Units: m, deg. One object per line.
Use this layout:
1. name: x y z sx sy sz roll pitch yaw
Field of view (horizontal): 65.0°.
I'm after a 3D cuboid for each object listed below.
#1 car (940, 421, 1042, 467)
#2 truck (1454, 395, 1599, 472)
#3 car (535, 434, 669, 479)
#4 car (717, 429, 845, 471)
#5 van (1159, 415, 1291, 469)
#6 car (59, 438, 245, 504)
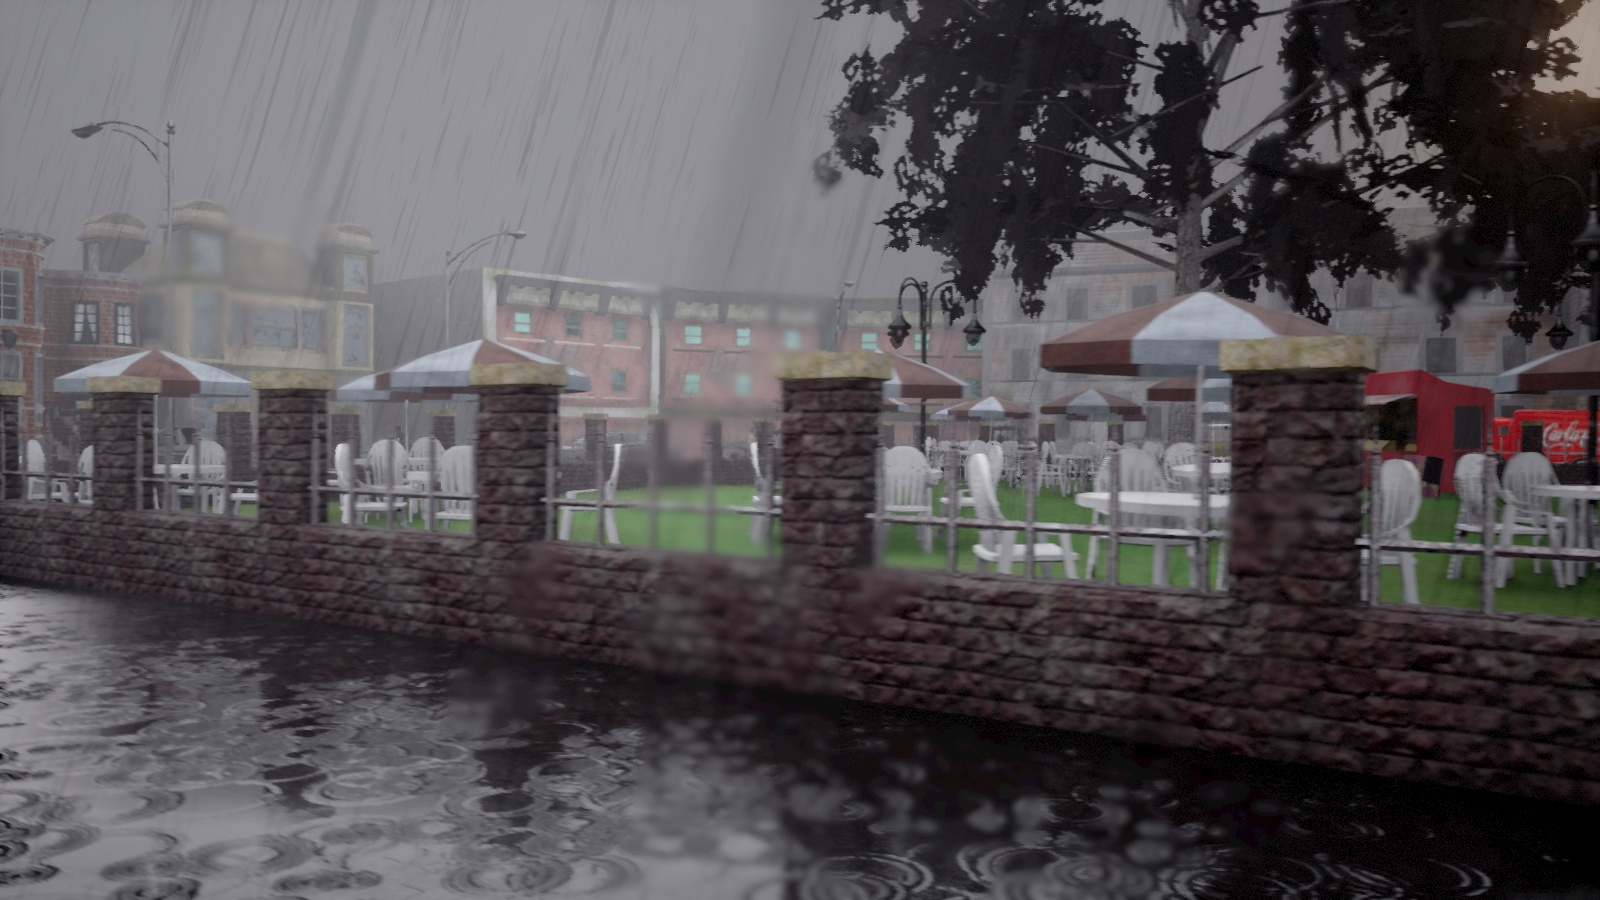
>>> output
1. car: 8.018 -0.262 52.644 3.866 1.878 1.905 0 1 23
2. truck: 24.932 -0.553 41.973 5.204 2.467 2.627 0 1 33
3. car: -6.950 0.191 44.584 1.837 1.490 4.892 0 1 34
4. car: -0.774 -0.035 51.655 4.856 1.649 2.033 -1 1 -25
5. van: 16.144 -0.315 47.797 4.442 1.987 1.775 0 1 33
6. car: -15.930 0.467 31.018 1.845 1.501 3.633 0 1 34
